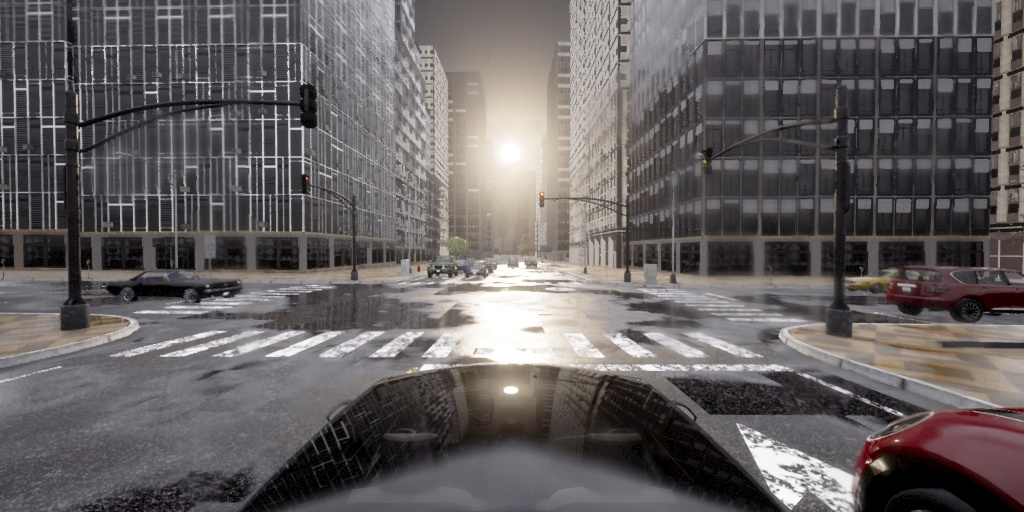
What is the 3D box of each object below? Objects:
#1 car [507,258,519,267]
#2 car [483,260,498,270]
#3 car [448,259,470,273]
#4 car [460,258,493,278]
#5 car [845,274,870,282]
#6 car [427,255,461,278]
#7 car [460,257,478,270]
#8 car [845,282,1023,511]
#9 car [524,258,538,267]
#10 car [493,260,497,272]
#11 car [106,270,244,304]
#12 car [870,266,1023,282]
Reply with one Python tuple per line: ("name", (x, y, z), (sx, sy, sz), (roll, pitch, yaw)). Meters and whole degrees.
("car", (0.207, 1.269, 63.368), (1.994, 1.385, 4.181), (0, 0, 0))
("car", (-3.169, 1.263, 53.932), (2.033, 1.411, 5.357), (0, 0, 0))
("car", (-6.458, 1.203, 44.155), (1.882, 1.535, 5.008), (0, 0, 0))
("car", (-3.241, 1.225, 33.947), (2.128, 1.511, 4.902), (0, 0, 1))
("car", (21.864, 1.410, 20.795), (4.829, 1.417, 1.751), (0, 0, 1))
("car", (-6.483, 0.955, 34.190), (2.150, 2.045, 5.566), (0, 0, 0))
("car", (-6.416, 1.067, 53.823), (2.097, 1.767, 4.553), (0, 0, 0))
("car", (3.253, 1.102, 0.415), (2.097, 1.767, 4.553), (0, 0, 0))
("car", (3.457, 1.306, 63.386), (1.895, 1.301, 4.718), (0, 0, 0))
("car", (-3.213, 1.327, 43.228), (1.895, 1.301, 4.718), (0, 0, 0))
("car", (-14.271, 1.260, 15.372), (4.718, 1.301, 1.895), (1, 1, 6))
("car", (16.226, 1.282, 12.529), (5.009, 1.841, 2.192), (0, 0, 1))
